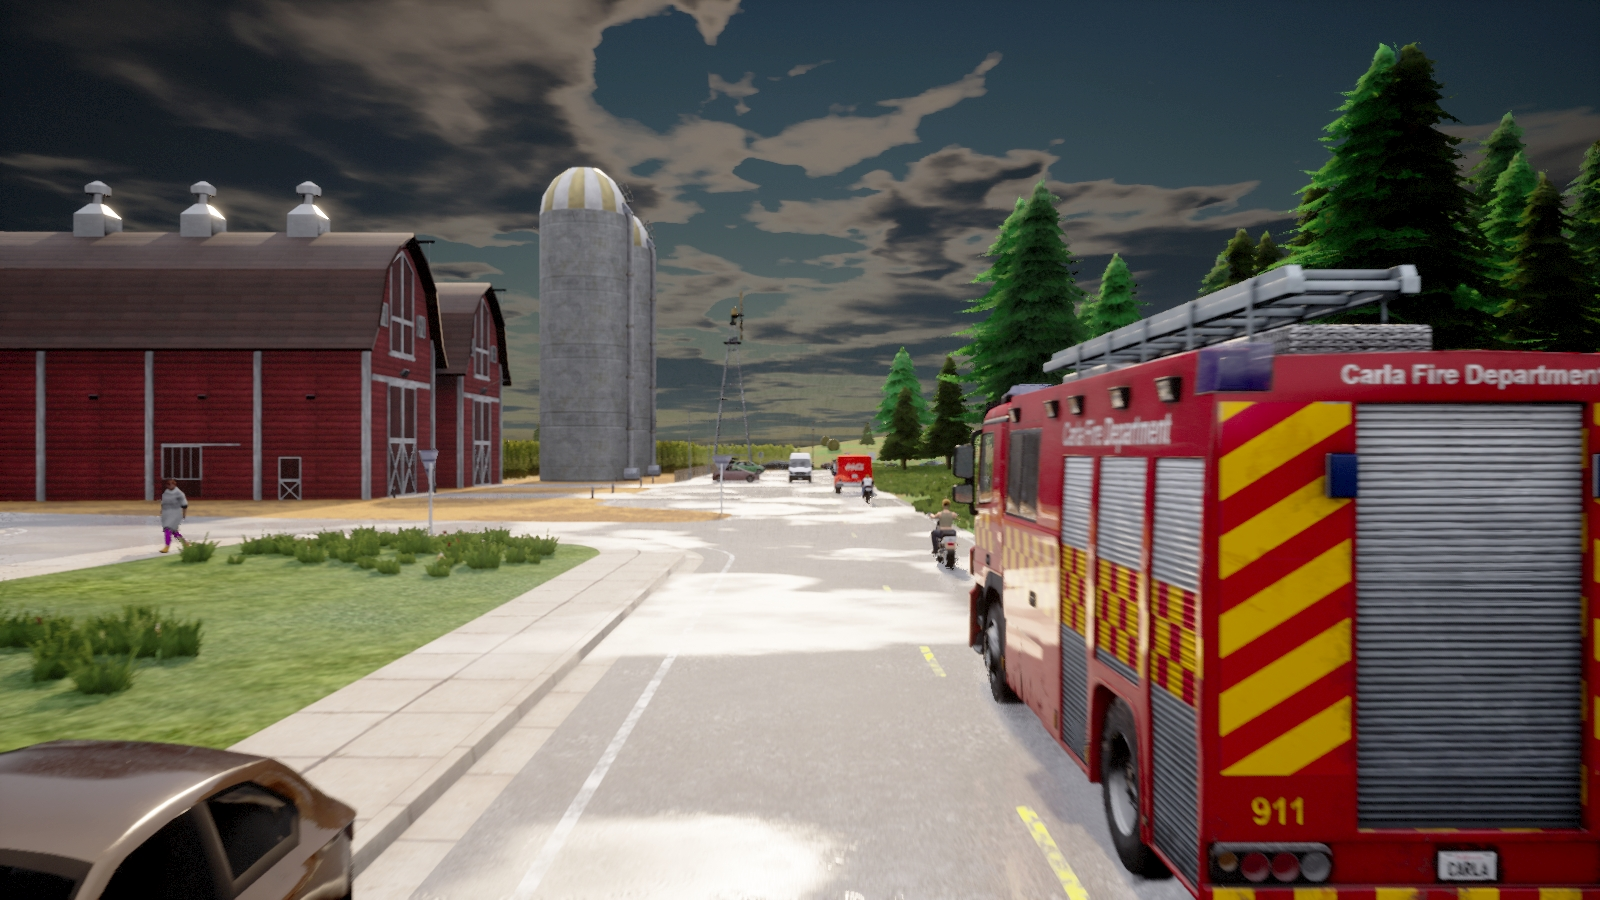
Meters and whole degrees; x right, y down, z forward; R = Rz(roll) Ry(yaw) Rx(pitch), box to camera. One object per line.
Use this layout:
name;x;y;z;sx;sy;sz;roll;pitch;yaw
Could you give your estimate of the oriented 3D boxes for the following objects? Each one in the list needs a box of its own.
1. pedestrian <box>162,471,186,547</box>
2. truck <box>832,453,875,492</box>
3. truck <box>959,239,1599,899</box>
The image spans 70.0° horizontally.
pedestrian;-15.623;1.470;28.519;0.375;1.860;0.375;0;0;12
truck;3.520;1.428;75.718;2.627;2.467;5.204;0;0;0
truck;3.497;0.750;10.554;2.891;3.827;8.468;0;0;0
